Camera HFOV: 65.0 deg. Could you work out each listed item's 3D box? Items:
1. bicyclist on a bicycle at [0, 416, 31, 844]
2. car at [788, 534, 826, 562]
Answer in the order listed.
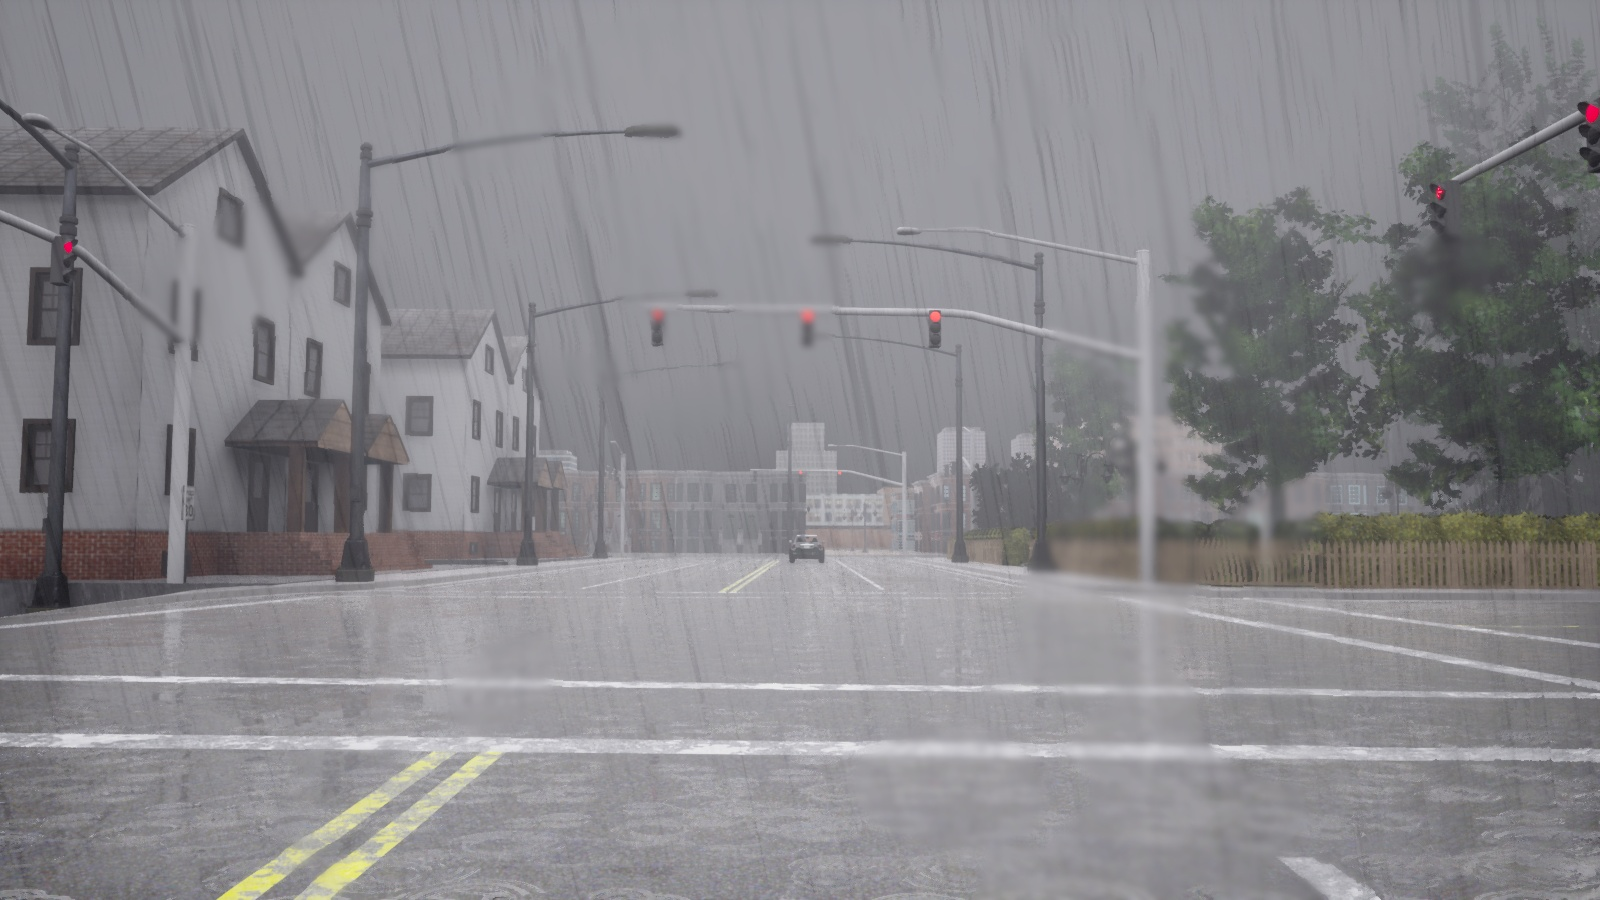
[{"bbox_3d":[-3.454,0.659,4.141,0.866,1.612,1.509,0,-2,1],"label":"bicyclist on a bicycle"},{"bbox_3d":[0.369,5.232,67.110,1.970,1.475,3.806,0,-4,1],"label":"car"}]
